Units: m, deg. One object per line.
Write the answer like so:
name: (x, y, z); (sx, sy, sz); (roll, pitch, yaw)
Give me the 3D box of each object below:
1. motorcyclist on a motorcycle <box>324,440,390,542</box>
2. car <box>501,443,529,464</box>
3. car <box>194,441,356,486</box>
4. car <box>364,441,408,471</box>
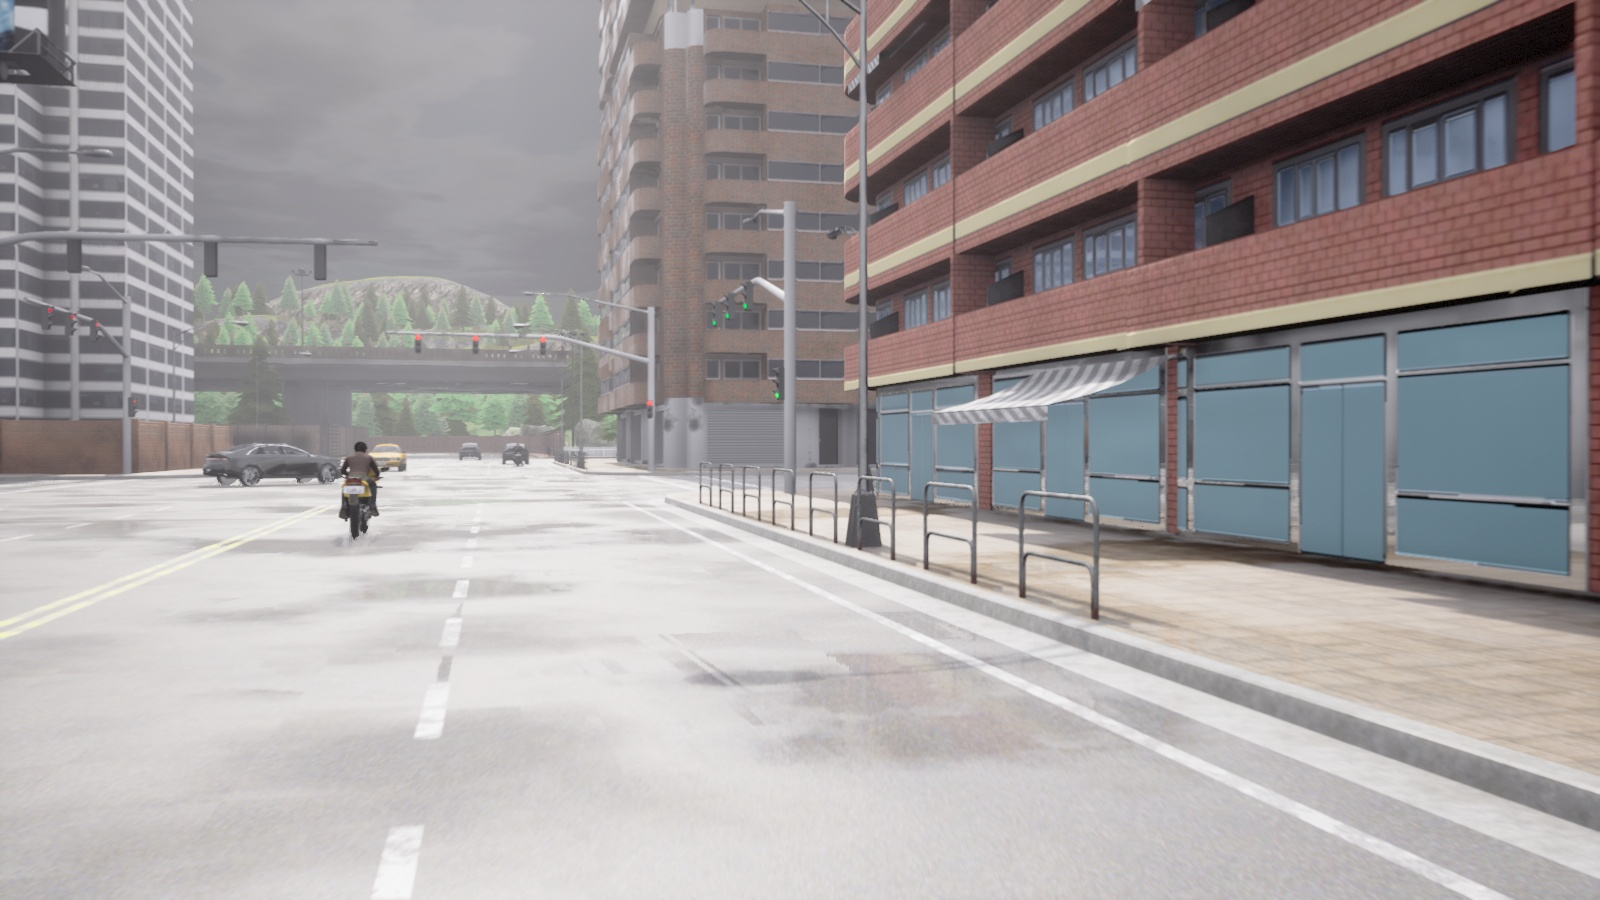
motorcyclist on a motorcycle: (-7.025, 0.610, 19.991); (0.797, 1.523, 2.044); (0, 0, -14)
car: (-20.320, 0.232, 89.514); (1.837, 1.490, 4.892); (0, 0, -14)
car: (-18.707, 0.435, 44.924); (2.128, 1.511, 4.902); (0, 0, 39)
car: (-22.078, 0.290, 67.105); (1.801, 1.575, 5.366); (0, 0, -14)
